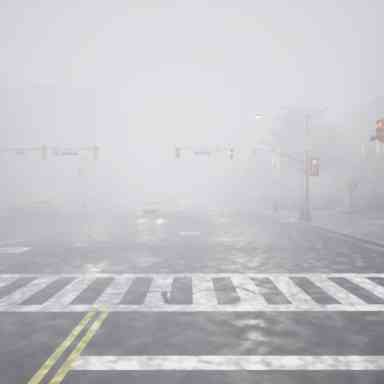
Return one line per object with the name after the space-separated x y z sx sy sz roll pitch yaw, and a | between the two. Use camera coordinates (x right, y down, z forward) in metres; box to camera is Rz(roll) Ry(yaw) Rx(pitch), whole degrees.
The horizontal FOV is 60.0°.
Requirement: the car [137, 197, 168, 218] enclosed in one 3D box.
-3.541 1.469 30.549 1.882 1.535 5.008 0 0 0 | car

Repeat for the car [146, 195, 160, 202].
-9.520 1.503 81.202 2.128 1.511 4.902 0 0 -21 | car

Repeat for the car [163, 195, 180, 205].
-3.486 1.532 58.509 2.033 1.411 5.357 0 0 0 | car

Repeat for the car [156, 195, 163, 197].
-6.933 1.488 68.898 1.837 1.490 4.892 0 0 1 | car

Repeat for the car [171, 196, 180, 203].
-3.543 1.521 71.166 2.033 1.411 5.357 0 0 -3 | car

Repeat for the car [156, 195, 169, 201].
-7.705 1.519 85.581 1.994 1.385 4.181 0 0 -25 | car

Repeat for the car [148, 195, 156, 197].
-6.999 1.512 50.675 1.812 1.442 4.674 0 0 0 | car

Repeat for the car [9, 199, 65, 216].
-15.270 1.469 32.995 5.008 1.535 1.882 0 1 -25 | car
